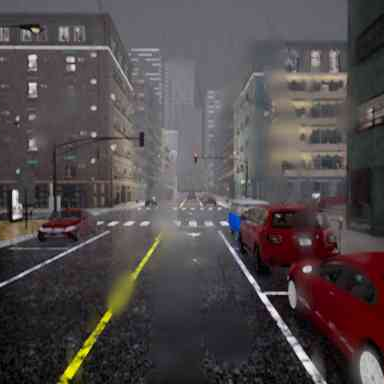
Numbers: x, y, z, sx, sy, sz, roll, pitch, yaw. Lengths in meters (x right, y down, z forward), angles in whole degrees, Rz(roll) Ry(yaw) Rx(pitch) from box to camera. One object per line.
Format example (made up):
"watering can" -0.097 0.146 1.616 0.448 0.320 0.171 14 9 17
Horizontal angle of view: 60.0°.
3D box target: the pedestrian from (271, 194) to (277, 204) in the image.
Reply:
"pedestrian" 5.303 1.018 21.511 0.375 1.860 0.375 0 1 0

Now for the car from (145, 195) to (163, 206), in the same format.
"car" -5.732 1.289 48.153 1.947 1.339 4.313 0 0 0

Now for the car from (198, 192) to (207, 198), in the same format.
"car" 2.636 1.180 64.717 1.887 1.381 4.507 0 0 0

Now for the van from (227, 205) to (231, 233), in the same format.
"van" 2.671 1.247 15.752 1.690 1.788 3.998 0 0 0

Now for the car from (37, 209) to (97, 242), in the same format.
"car" -5.708 1.488 15.749 1.802 1.307 4.206 0 0 0

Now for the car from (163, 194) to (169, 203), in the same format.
"car" -5.741 1.230 59.200 1.947 1.339 4.313 0 0 0

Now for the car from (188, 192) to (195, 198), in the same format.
"car" -0.064 0.829 87.605 1.882 1.535 5.008 0 0 0

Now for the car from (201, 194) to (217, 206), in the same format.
"car" 2.649 1.305 48.148 1.802 1.307 4.206 0 0 0

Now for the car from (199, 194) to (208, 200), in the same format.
"car" 2.628 1.144 75.765 1.947 1.339 4.313 0 0 0

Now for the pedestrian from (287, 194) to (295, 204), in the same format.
"pedestrian" 6.028 1.021 20.305 0.375 1.860 0.375 0 1 0

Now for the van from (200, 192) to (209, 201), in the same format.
"van" 2.630 0.948 70.240 1.690 1.788 3.998 0 0 0

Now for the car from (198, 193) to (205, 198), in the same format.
"car" 2.615 1.020 92.504 1.752 1.417 4.829 0 0 0

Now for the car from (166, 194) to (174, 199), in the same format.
"car" -5.761 1.105 86.817 1.802 1.307 4.206 0 0 0

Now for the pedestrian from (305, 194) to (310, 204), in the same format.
"pedestrian" 7.215 1.027 20.911 0.375 1.860 0.375 0 1 0

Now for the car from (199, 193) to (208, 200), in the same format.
"car" 2.645 1.259 53.671 1.947 1.339 4.313 0 0 0

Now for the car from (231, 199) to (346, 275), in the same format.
"car" 2.675 1.254 10.224 2.192 1.841 5.009 0 0 0

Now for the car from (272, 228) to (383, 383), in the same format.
"car" 2.681 1.516 4.698 1.887 1.381 4.507 0 0 0

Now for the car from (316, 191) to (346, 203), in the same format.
"car" 15.733 0.826 35.293 5.009 1.841 2.192 -1 2 0

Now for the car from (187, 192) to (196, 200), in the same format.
"car" -0.058 0.917 77.570 2.097 1.767 4.553 0 0 0

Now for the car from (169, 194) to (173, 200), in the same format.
"car" -5.753 1.123 75.771 1.887 1.381 4.507 0 0 0
